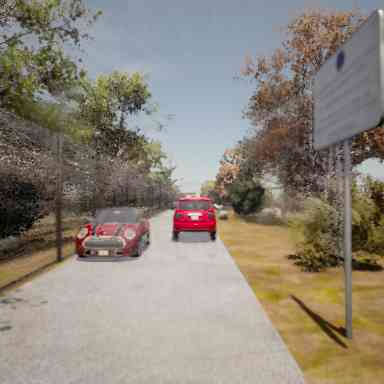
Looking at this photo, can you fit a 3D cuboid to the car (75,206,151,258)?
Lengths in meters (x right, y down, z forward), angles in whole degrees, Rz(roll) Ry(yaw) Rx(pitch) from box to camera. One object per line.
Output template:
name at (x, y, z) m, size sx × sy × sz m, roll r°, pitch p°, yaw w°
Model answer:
car at (-2.855, 1.398, 12.968) m, size 2.097 × 1.767 × 4.553 m, roll 1°, pitch 0°, yaw 0°

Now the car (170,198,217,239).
car at (0.135, 1.321, 18.175) m, size 2.150 × 2.045 × 5.566 m, roll 0°, pitch -1°, yaw 0°

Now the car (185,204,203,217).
car at (0.201, 1.970, 36.534) m, size 1.895 × 1.301 × 4.718 m, roll 0°, pitch -1°, yaw 0°

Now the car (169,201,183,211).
car at (-2.585, 2.306, 55.111) m, size 2.128 × 1.511 × 4.902 m, roll 0°, pitch -2°, yaw 1°
